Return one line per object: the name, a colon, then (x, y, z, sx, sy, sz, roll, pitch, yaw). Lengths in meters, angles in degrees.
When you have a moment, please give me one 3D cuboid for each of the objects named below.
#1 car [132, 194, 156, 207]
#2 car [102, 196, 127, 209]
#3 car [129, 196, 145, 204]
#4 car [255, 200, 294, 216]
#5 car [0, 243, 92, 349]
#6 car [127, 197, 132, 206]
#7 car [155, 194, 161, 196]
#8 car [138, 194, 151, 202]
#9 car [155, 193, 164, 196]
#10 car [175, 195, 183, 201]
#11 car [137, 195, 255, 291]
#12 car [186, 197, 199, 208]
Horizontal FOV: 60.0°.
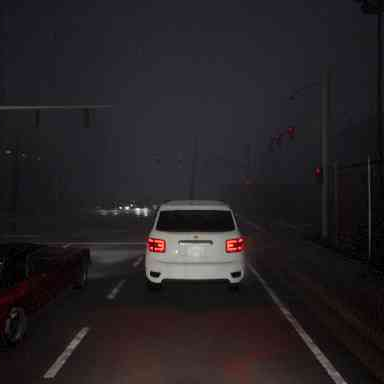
car: (-7.008, 1.491, 49.016, 2.128, 1.511, 4.902, 0, 0, 0)
car: (-10.522, 1.352, 44.627, 2.097, 1.767, 4.553, 0, 0, 0)
car: (-10.449, 1.491, 63.171, 2.128, 1.511, 4.902, 0, 0, 1)
car: (7.625, 1.545, 33.114, 4.902, 1.511, 2.128, 0, 0, 5)
car: (-3.433, 1.601, 6.207, 1.895, 1.301, 4.718, 0, 0, 1)
car: (-10.504, 1.491, 53.780, 2.128, 1.511, 4.902, 0, 0, 0)
car: (-6.981, 1.525, 58.275, 1.812, 1.442, 4.674, 0, 0, 0)
car: (-10.382, 1.354, 73.220, 2.097, 1.767, 4.553, 0, 0, 0)
car: (-6.889, 1.221, 68.988, 2.150, 2.045, 5.566, 0, 0, 0)
car: (-3.361, 1.540, 86.071, 2.033, 1.411, 5.357, 0, 0, 0)
car: (0.087, 1.221, 9.132, 2.150, 2.045, 5.566, 0, 0, 0)
car: (0.111, 1.525, 49.546, 1.812, 1.442, 4.674, 0, 0, 1)
